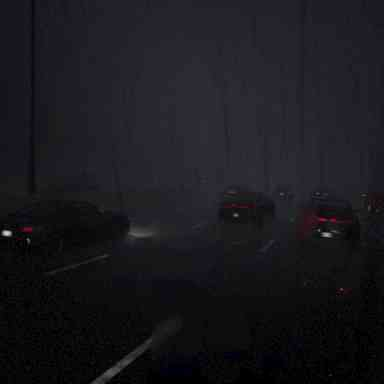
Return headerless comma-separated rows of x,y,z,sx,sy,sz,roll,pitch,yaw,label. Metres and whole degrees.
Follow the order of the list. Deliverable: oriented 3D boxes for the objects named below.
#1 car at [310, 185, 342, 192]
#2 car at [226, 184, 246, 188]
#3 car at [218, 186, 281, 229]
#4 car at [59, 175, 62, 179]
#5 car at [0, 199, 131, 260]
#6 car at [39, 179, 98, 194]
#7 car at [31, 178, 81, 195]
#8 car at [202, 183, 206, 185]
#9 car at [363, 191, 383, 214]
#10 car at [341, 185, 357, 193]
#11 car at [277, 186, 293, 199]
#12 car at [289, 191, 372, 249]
11.500,0.262,29.305,2.128,1.511,4.902,3,3,18,car
3.931,0.088,28.662,1.837,1.490,4.892,3,3,19,car
2.764,0.705,15.787,1.882,1.535,5.008,3,3,23,car
-10.633,-0.689,29.901,2.150,2.045,5.566,3,3,20,car
-3.659,0.912,9.928,1.994,1.385,4.181,3,3,25,car
-8.810,-0.043,24.858,2.033,1.411,5.357,3,3,21,car
-13.307,-0.641,32.884,1.837,1.490,4.892,3,3,19,car
1.748,-2.177,64.993,2.150,2.045,5.566,2,3,9,car
12.976,0.635,22.789,1.882,1.535,5.008,3,4,19,car
18.098,-0.090,39.404,1.882,1.535,5.008,2,3,15,car
8.997,0.067,32.988,1.994,1.385,4.181,3,3,17,car
5.018,0.977,12.143,2.128,1.511,4.902,3,3,24,car
